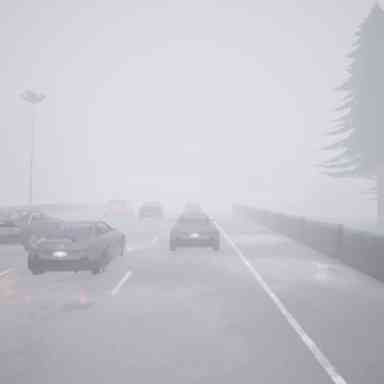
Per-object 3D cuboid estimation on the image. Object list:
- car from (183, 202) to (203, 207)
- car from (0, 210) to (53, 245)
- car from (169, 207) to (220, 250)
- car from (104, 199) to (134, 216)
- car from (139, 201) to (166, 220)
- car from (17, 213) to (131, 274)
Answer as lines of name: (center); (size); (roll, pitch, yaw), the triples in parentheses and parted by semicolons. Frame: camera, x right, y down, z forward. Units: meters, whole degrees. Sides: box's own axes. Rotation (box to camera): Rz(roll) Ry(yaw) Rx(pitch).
car: (0.101, 1.661, 32.784); (2.033, 1.411, 5.357); (0, -1, 0)
car: (-6.899, 1.500, 14.026); (2.128, 1.511, 4.902); (0, 0, 0)
car: (0.101, 1.572, 14.297); (1.994, 1.385, 4.181); (0, 0, 0)
car: (-6.898, 1.460, 31.940); (2.097, 1.767, 4.553); (0, 0, 0)
car: (-3.400, 1.556, 29.010); (1.882, 1.535, 5.008); (0, 0, 0)
car: (-3.399, 1.570, 10.567); (1.994, 1.385, 4.181); (0, 0, 0)
